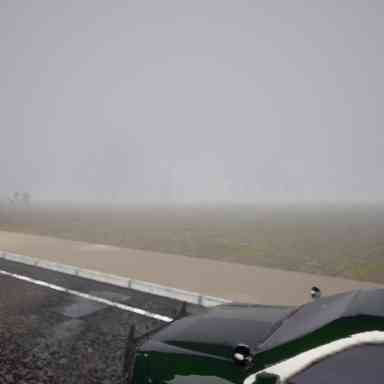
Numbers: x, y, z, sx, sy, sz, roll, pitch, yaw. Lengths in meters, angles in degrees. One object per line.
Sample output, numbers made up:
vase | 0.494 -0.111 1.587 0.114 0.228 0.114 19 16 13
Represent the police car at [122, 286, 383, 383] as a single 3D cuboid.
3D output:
police car | 1.581 1.505 2.434 4.974 1.542 2.038 0 0 35
